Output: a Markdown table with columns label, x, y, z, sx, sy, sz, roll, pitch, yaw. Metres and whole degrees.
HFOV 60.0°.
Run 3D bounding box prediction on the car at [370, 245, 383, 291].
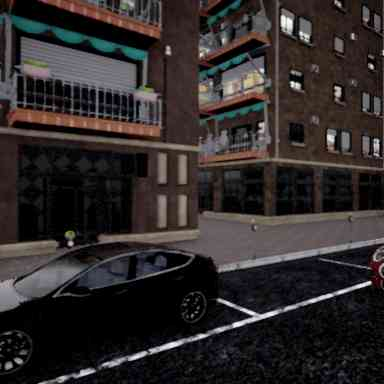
| label | x | y | z | sx | sy | sz | roll | pitch | yaw |
| --- | --- | --- | --- | --- | --- | --- | --- | --- | --- |
| car | 6.149 | 1.362 | 7.760 | 4.553 | 1.767 | 2.097 | 0 | 0 | -35 |

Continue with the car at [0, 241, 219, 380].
| label | x | y | z | sx | sy | sz | roll | pitch | yaw |
| --- | --- | --- | --- | --- | --- | --- | --- | --- | --- |
| car | -1.483 | 1.568 | 5.500 | 4.313 | 1.339 | 1.947 | 0 | 0 | -36 |
